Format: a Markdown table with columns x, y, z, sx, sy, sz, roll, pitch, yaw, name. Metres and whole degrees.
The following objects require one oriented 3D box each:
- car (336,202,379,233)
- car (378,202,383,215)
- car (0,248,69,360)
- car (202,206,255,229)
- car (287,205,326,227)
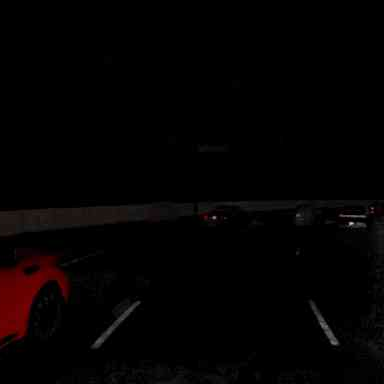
| x | y | z | sx | sy | sz | roll | pitch | yaw | name |
| --- | --- | --- | --- | --- | --- | --- | --- | --- | --- |
| 10.297 | 1.597 | 20.924 | 2.128 | 1.511 | 4.902 | 0 | 0 | 31 | car |
| 20.869 | 1.765 | 36.657 | 4.181 | 1.385 | 1.994 | 0 | 0 | -35 | car |
| -3.247 | 1.209 | 3.089 | 2.150 | 2.045 | 5.566 | 0 | 0 | 5 | car |
| 2.559 | 1.610 | 22.131 | 2.033 | 1.411 | 5.357 | 0 | 0 | 29 | car |
| 8.402 | 1.665 | 24.255 | 1.994 | 1.385 | 4.181 | 0 | 0 | 33 | car |
